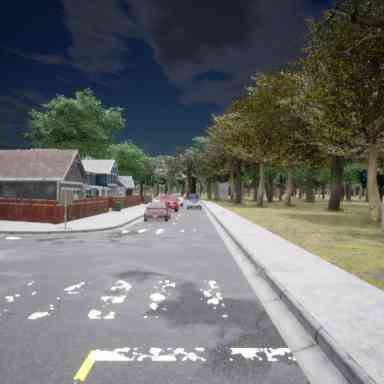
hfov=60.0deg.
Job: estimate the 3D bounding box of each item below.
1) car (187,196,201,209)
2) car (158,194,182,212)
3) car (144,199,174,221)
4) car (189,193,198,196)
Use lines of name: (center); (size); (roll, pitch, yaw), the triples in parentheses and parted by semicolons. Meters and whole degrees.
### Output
car: (0.293, 1.635, 46.187); (1.895, 1.301, 4.718); (0, 0, 0)
car: (-2.683, 1.245, 38.711); (2.150, 2.045, 5.566); (0, 0, 0)
car: (-2.739, 1.533, 26.999); (1.812, 1.442, 4.674); (0, 0, 0)
car: (0.313, 1.301, 69.392); (2.150, 2.045, 5.566); (0, -1, -2)
